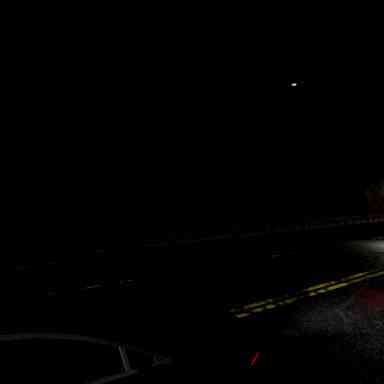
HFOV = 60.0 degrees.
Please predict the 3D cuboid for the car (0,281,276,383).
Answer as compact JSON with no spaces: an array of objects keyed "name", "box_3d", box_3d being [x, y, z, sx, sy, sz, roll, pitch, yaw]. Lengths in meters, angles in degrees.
[{"name":"car","box_3d":[-1.434,1.492,2.440,4.902,1.511,2.128,0,0,-36]}]
